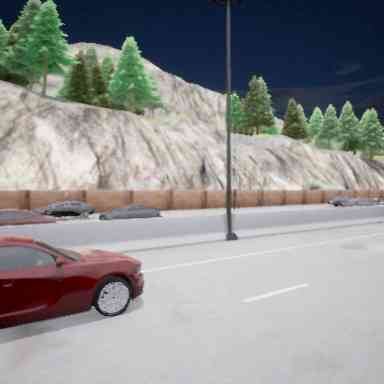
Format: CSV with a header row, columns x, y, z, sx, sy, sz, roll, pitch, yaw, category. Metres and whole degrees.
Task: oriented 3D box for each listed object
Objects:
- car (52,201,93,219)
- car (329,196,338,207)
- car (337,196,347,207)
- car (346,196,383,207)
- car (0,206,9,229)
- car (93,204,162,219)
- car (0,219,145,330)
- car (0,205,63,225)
x,y,z,sx,sy,sz,roll,pitch,yaw,category
-10.310,1.458,26.729,4.902,1.511,2.128,0,0,-35,car
21.358,1.367,44.979,5.357,1.411,2.033,0,0,-35,car
19.688,1.364,39.489,4.674,1.442,1.812,0,0,-35,car
18.346,1.363,34.246,4.892,1.490,1.837,0,0,-35,car
-13.770,1.594,19.967,4.718,1.301,1.895,0,0,-35,car
-4.123,1.520,22.544,4.181,1.385,1.994,0,0,-35,car
-3.232,1.474,5.742,5.008,1.535,1.882,0,0,-35,car
-8.609,1.515,15.050,4.674,1.442,1.812,0,0,-35,car
